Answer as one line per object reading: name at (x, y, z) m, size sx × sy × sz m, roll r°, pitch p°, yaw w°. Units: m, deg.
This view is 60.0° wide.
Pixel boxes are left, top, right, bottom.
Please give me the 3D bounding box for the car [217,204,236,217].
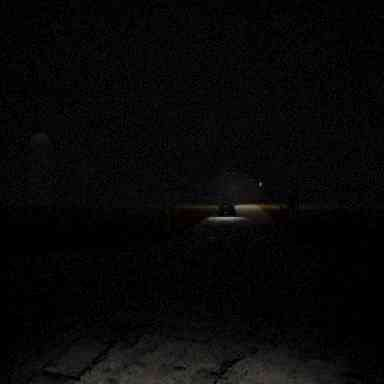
car at (3.944, 2.054, 37.741) m, size 1.994 × 1.385 × 4.181 m, roll -1°, pitch -1°, yaw 9°
